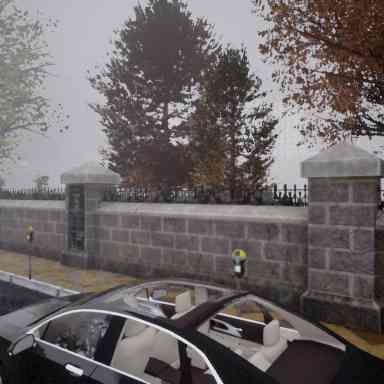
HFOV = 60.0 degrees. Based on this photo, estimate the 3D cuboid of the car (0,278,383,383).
[{"bbox_3d":[-0.421,1.551,3.177,4.403,1.369,2.008,0,0,35],"label":"car"}]
